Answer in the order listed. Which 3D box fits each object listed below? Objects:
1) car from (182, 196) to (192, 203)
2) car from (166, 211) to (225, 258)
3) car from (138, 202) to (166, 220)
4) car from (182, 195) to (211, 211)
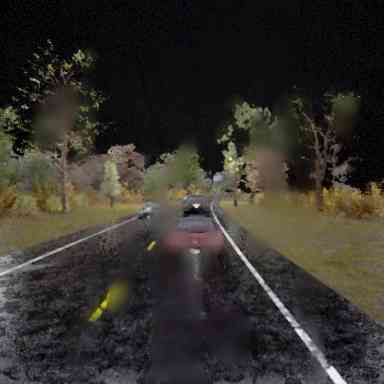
[{"bbox_3d":[-0.983,1.597,70.071,1.812,1.442,4.674,0,0,4],"label":"car"},{"bbox_3d":[0.134,1.619,12.788,1.895,1.301,4.718,0,0,0],"label":"car"},{"bbox_3d":[-3.288,1.589,28.557,2.033,1.411,5.357,0,0,2],"label":"car"},{"bbox_3d":[0.421,1.263,28.829,2.150,2.045,5.566,0,0,2],"label":"car"}]
